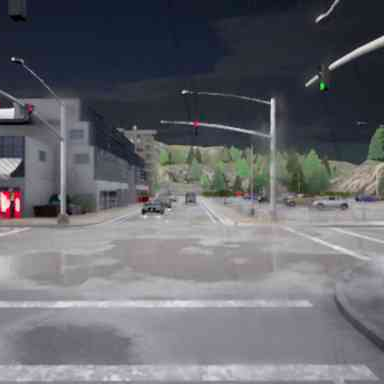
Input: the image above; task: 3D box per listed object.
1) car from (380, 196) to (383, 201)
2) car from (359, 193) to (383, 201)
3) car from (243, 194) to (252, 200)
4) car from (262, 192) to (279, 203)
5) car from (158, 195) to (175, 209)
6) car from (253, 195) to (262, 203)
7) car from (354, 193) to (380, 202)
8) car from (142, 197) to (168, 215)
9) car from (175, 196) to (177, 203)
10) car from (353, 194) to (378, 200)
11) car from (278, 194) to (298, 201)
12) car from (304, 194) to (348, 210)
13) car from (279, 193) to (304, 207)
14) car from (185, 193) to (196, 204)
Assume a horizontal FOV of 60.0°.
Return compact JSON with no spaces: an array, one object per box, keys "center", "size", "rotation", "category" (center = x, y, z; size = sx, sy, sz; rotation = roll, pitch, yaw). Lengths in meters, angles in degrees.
[{"center":[32.048,1.166,51.031],"size":[4.514,1.523,2.007],"rotation":[0,0,0],"category":"car"},{"center":[39.671,1.135,72.903],"size":[5.027,1.636,2.152],"rotation":[0,0,0],"category":"car"},{"center":[13.571,1.169,75.919],"size":[3.633,1.501,1.845],"rotation":[0,0,0],"category":"car"},{"center":[13.938,0.934,54.430],"size":[3.866,1.878,1.905],"rotation":[0,0,0],"category":"car"},{"center":[-3.772,1.227,43.485],"size":[2.097,1.767,4.553],"rotation":[0,0,0],"category":"car"},{"center":[13.513,0.946,57.334],"size":[4.605,1.855,1.932],"rotation":[0,0,0],"category":"car"},{"center":[32.047,1.158,61.024],"size":[3.633,1.501,1.845],"rotation":[0,0,0],"category":"car"},{"center":[-3.731,1.469,32.739],"size":[1.994,1.385,4.181],"rotation":[0,0,0],"category":"car"},{"center":[-3.768,1.343,63.701],"size":[1.812,1.442,4.674],"rotation":[0,0,0],"category":"car"},{"center":[39.605,1.135,76.039],"size":[4.514,1.523,2.007],"rotation":[0,0,0],"category":"car"},{"center":[21.004,1.188,72.970],"size":[3.806,1.475,1.970],"rotation":[0,0,0],"category":"car"},{"center":[14.343,1.145,35.220],"size":[3.806,1.475,1.970],"rotation":[0,0,0],"category":"car"},{"center":[13.992,1.048,41.636],"size":[5.027,1.636,2.152],"rotation":[0,0,0],"category":"car"},{"center":[-0.244,1.377,58.702],"size":[2.033,1.411,5.357],"rotation":[0,0,0],"category":"car"}]
